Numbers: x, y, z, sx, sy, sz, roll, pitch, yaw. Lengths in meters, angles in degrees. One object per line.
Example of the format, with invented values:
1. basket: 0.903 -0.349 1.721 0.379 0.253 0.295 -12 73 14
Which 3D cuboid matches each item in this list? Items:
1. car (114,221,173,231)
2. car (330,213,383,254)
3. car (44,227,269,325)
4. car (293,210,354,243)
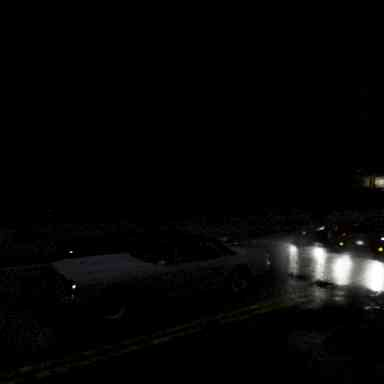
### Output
1. car: -1.775 1.622 10.386 4.718 1.301 1.895 1 0 -35
2. car: 7.647 1.651 13.057 4.181 1.385 1.994 1 0 -35
3. car: -0.585 1.619 7.248 4.718 1.301 1.895 1 0 -35
4. car: 7.075 1.621 16.640 4.674 1.442 1.812 0 0 -35
